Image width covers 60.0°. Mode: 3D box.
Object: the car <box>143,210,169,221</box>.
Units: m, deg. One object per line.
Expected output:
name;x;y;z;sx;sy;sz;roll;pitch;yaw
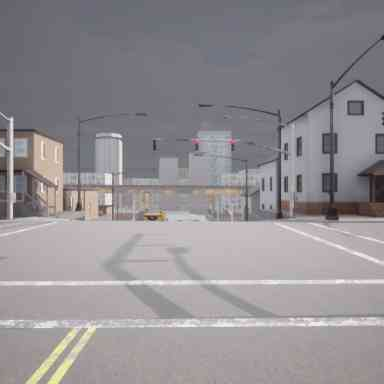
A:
car;-3.673;2.536;33.502;1.882;1.535;5.008;0;-9;1

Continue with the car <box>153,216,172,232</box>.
car;-3.780;4.235;43.725;2.128;1.511;4.902;0;-13;-1
